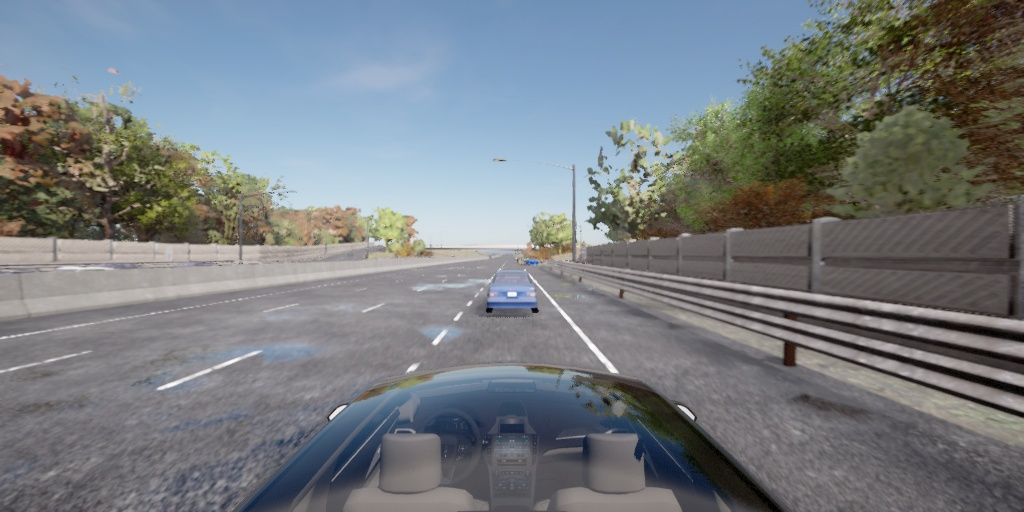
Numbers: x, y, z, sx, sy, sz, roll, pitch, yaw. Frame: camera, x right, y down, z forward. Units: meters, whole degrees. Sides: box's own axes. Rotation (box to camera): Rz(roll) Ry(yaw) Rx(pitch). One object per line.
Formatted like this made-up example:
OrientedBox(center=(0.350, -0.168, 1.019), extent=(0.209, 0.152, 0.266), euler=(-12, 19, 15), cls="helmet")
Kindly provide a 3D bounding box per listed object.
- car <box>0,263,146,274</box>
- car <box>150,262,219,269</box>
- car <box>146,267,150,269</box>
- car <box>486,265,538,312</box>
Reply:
OrientedBox(center=(-21.074, 1.229, 17.253), extent=(1.812, 1.442, 4.674), euler=(0, 0, 0), cls="car")
OrientedBox(center=(-28.077, 1.219, 31.730), extent=(2.033, 1.411, 5.357), euler=(0, 0, 0), cls="car")
OrientedBox(center=(-31.581, 1.225, 28.360), extent=(2.033, 1.411, 5.357), euler=(0, 0, 0), cls="car")
OrientedBox(center=(0.004, 1.260, 13.964), extent=(2.033, 1.411, 5.357), euler=(0, 0, 0), cls="car")
